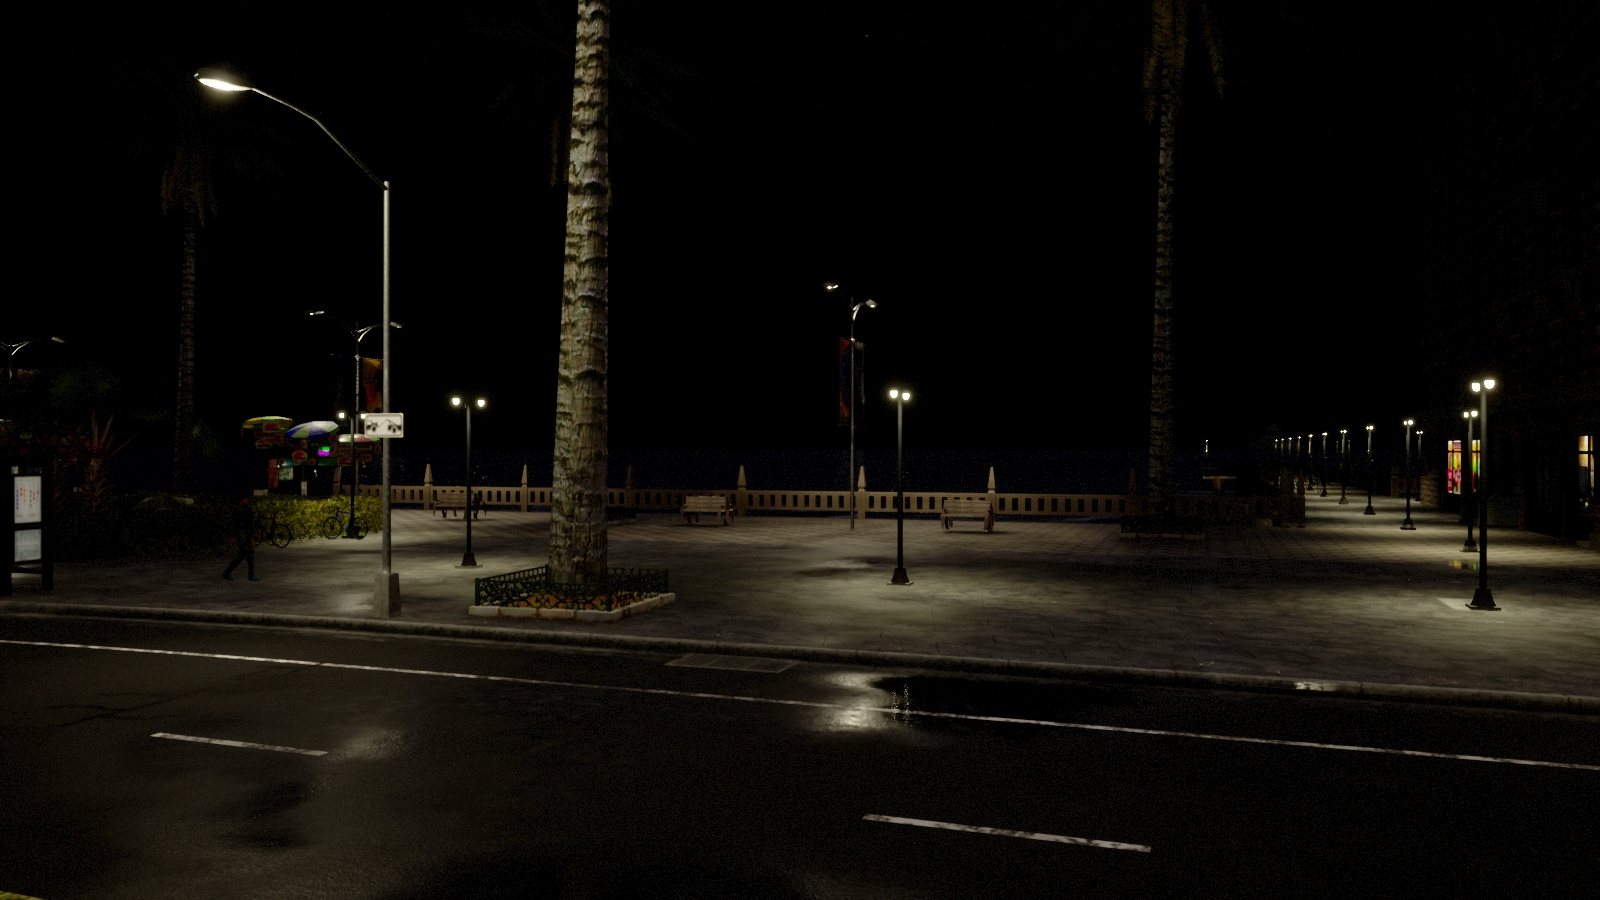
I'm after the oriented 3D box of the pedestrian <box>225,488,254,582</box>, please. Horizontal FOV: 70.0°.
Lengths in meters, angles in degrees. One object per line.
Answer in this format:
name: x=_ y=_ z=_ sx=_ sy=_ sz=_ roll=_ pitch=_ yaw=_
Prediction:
pedestrian: x=-11.231 y=1.698 z=22.887 sx=0.375 sy=1.860 sz=0.375 roll=0 pitch=0 yaw=13
